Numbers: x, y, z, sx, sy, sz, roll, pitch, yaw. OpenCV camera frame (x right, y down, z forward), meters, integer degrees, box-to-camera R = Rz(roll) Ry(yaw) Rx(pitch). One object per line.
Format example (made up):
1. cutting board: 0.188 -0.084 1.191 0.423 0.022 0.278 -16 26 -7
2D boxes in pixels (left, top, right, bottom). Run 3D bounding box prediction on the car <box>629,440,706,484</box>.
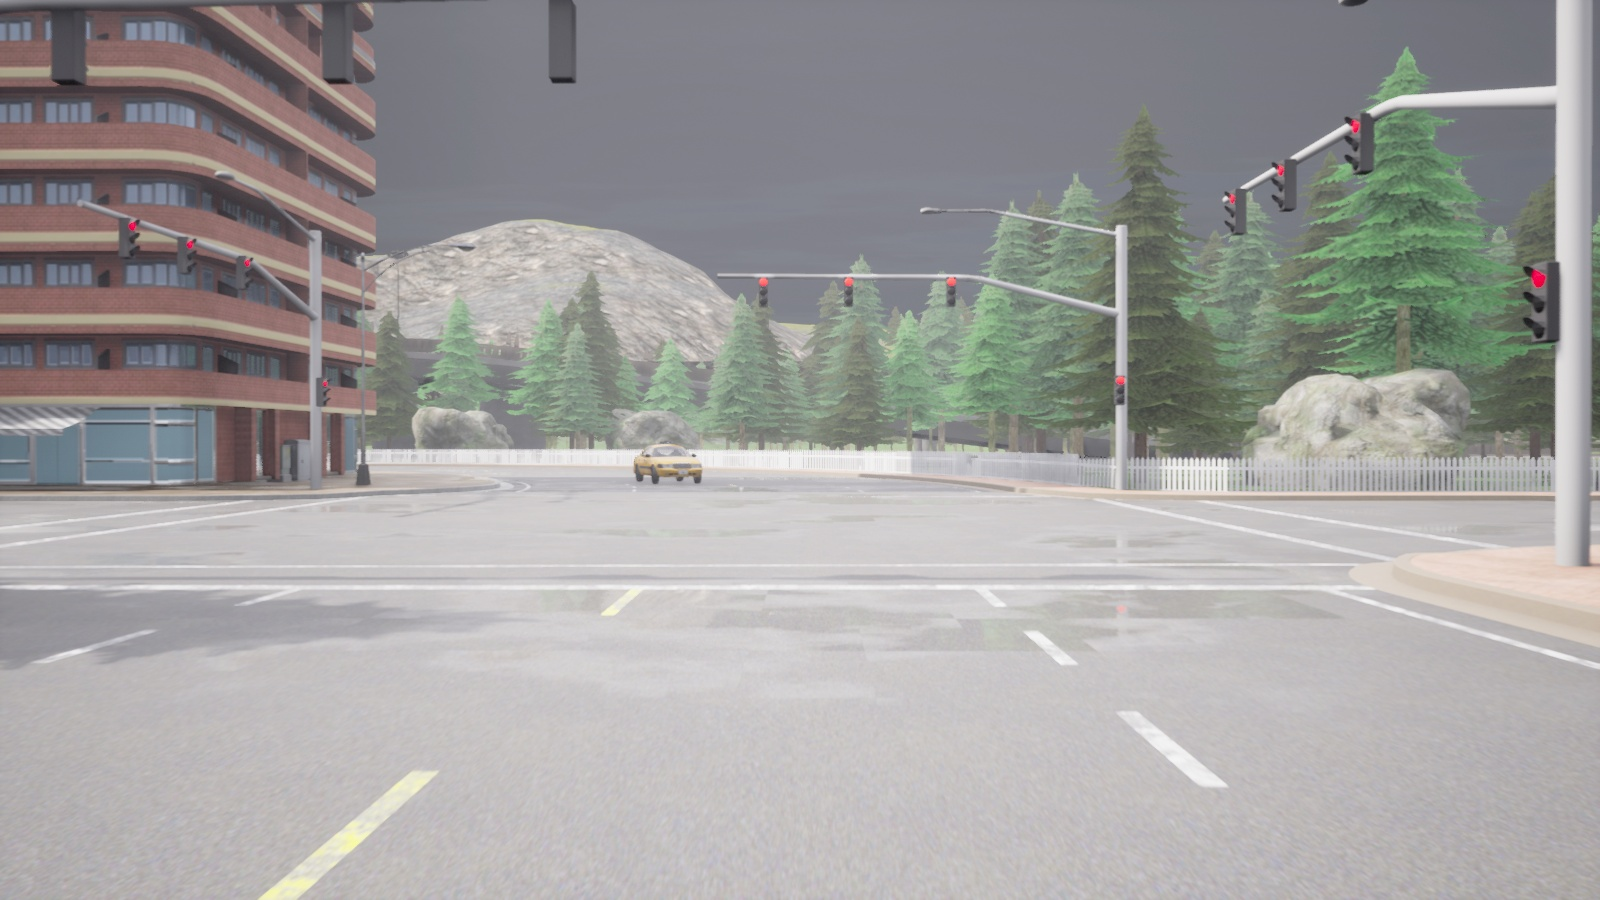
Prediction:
1. car: -5.053 0.415 47.221 1.801 1.575 5.366 0 0 -18
